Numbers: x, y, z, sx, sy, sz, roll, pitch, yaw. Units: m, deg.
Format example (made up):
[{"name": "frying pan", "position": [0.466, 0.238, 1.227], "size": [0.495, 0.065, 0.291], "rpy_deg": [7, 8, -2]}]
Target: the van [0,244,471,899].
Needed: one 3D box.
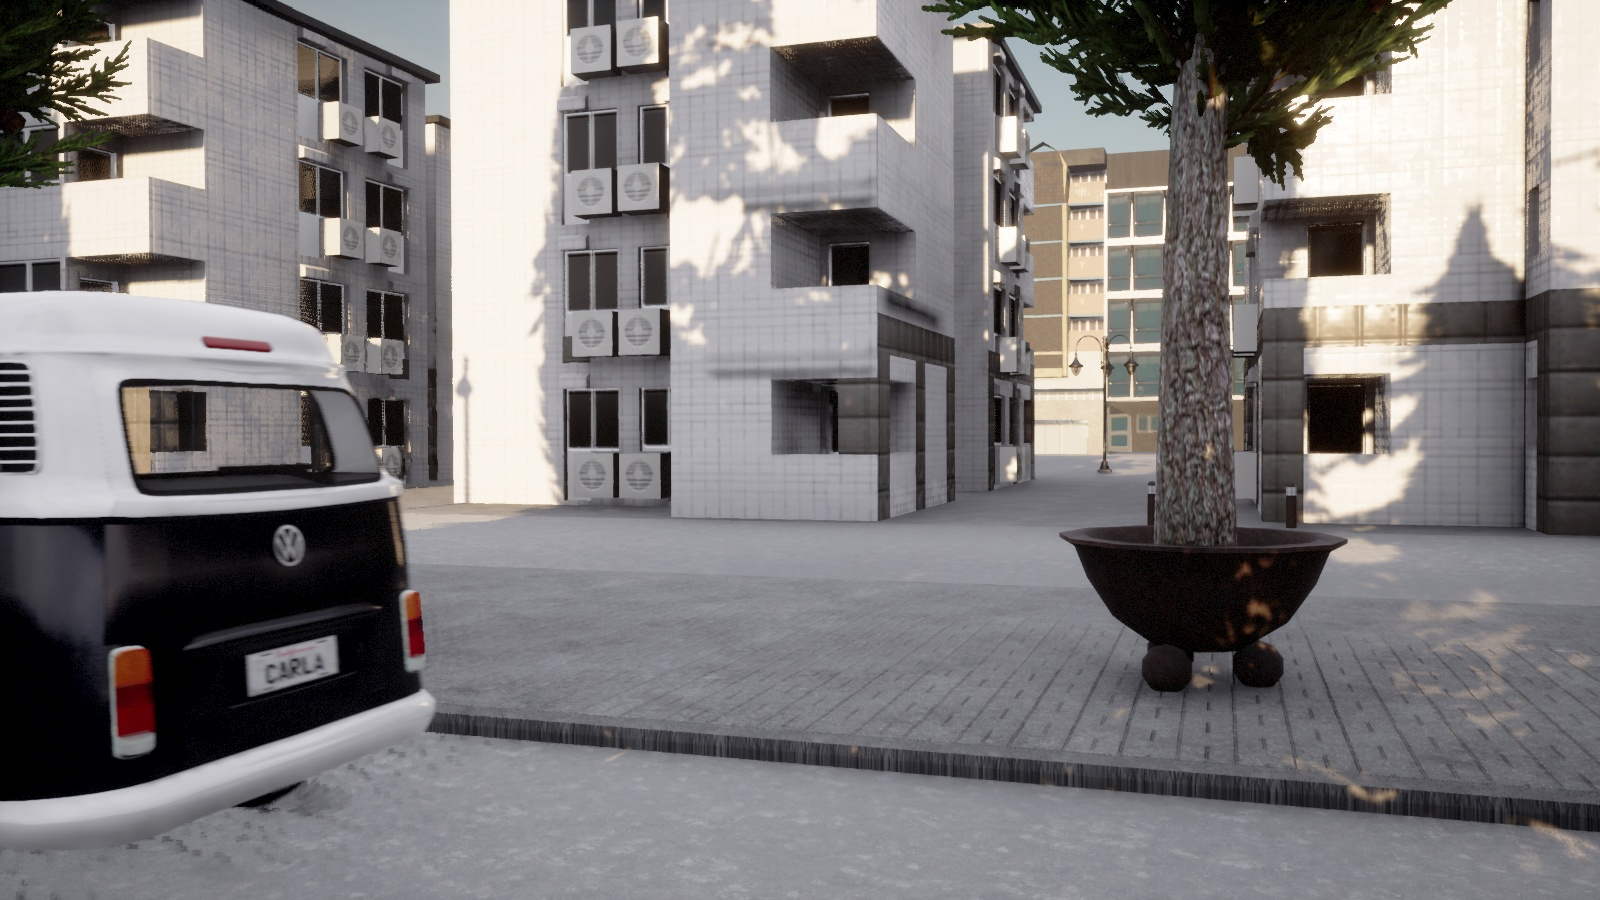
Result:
[{"name": "van", "position": [-3.841, 0.453, 5.010], "size": [4.480, 2.038, 2.069], "rpy_deg": [0, 1, 19]}]
